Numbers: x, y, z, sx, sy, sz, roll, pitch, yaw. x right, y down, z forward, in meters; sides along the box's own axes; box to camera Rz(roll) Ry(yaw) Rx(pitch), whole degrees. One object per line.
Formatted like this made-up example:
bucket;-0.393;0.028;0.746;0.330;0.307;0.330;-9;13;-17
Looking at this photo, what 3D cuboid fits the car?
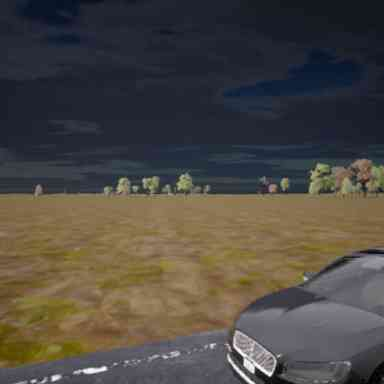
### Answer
car;2.815;1.546;4.421;4.892;1.490;1.837;0;-1;-24
